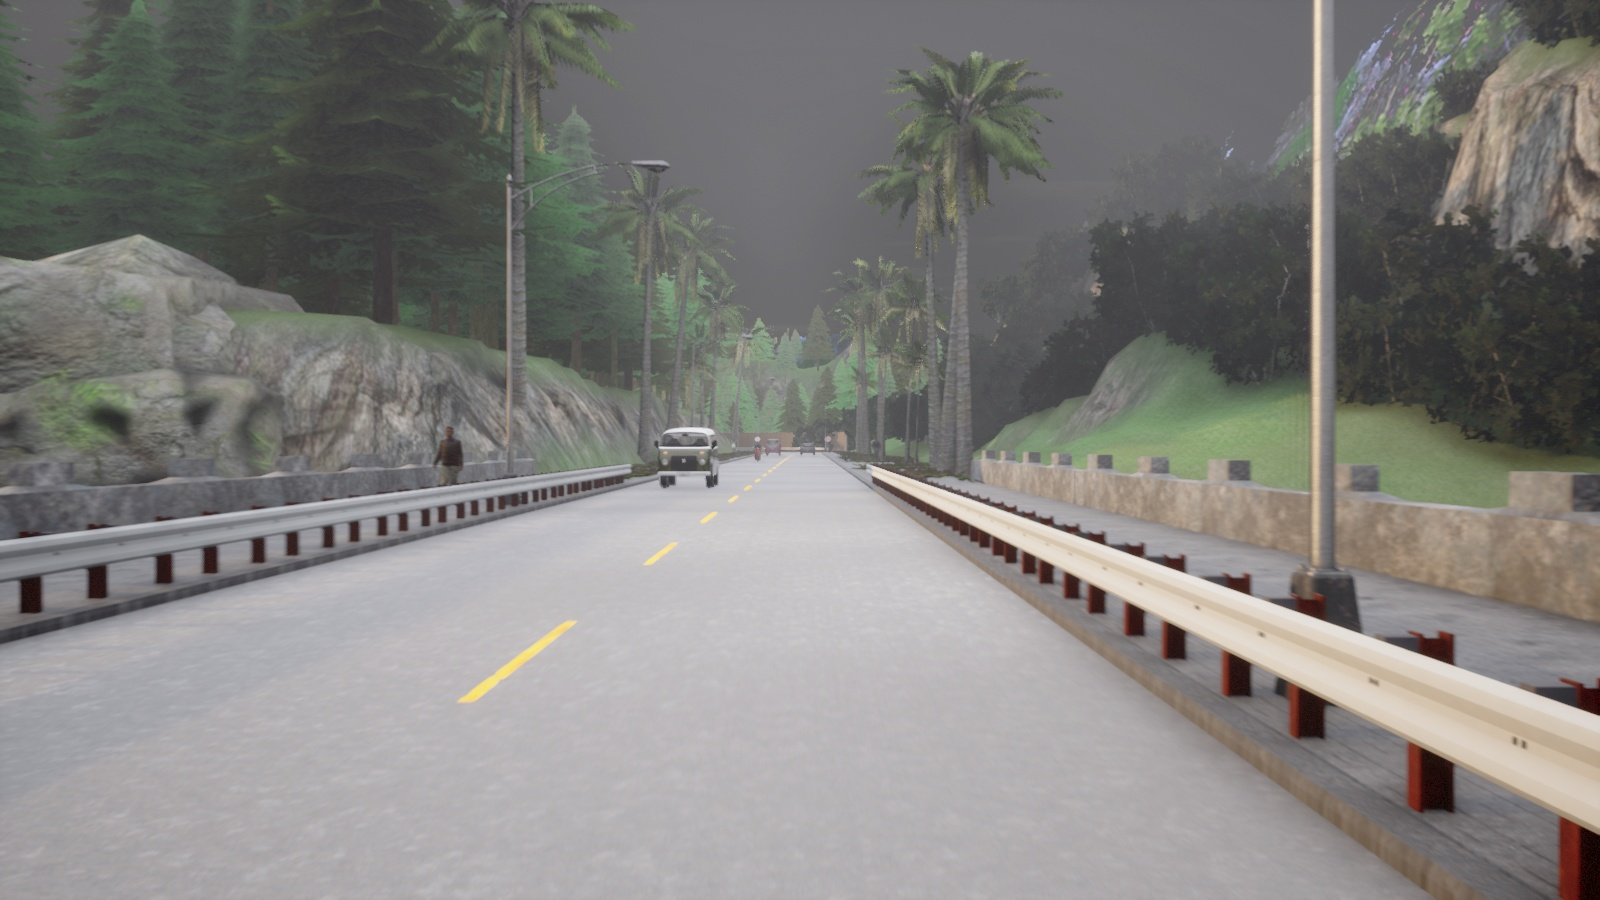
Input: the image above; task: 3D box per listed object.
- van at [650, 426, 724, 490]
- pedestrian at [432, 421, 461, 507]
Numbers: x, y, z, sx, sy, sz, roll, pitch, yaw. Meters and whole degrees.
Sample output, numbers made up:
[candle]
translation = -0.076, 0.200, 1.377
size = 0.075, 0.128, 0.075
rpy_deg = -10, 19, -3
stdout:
[van]
translation = -3.746, 0.232, 42.234
size = 2.069, 2.038, 4.480
rpy_deg = 0, 0, 0
[pedestrian]
translation = -7.646, 0.299, 27.169
size = 0.431, 1.840, 0.703
rpy_deg = 0, 0, 1
